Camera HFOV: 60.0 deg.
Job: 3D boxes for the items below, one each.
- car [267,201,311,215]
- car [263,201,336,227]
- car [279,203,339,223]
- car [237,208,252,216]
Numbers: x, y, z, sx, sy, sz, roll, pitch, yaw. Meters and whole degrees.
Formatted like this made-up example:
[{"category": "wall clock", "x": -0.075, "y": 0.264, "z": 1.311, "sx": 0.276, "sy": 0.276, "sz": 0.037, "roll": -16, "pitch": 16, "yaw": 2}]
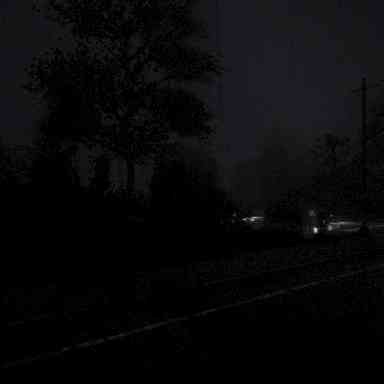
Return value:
[{"category": "car", "x": 10.628, "y": 1.737, "z": 36.520, "sx": 1.994, "sy": 1.385, "sz": 4.181, "roll": 0, "pitch": -1, "yaw": -41}, {"category": "car", "x": 7.309, "y": 1.426, "z": 23.648, "sx": 2.097, "sy": 1.767, "sz": 4.553, "roll": 0, "pitch": -1, "yaw": -38}, {"category": "car", "x": 9.323, "y": 1.651, "z": 26.772, "sx": 1.994, "sy": 1.385, "sz": 4.181, "roll": 0, "pitch": -1, "yaw": -39}, {"category": "car", "x": 3.929, "y": 1.769, "z": 33.222, "sx": 1.994, "sy": 1.385, "sz": 4.181, "roll": 0, "pitch": -1, "yaw": -41}]
